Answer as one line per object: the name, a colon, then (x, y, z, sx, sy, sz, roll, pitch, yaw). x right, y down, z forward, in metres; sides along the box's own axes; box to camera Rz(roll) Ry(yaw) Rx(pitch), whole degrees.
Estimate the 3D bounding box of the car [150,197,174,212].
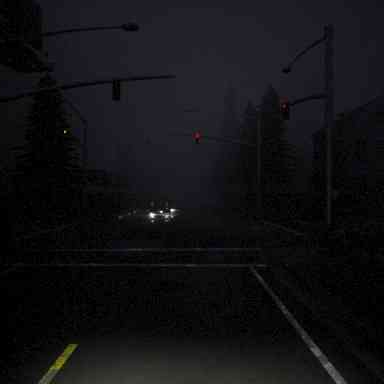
car: (-3.525, 1.352, 38.105, 2.097, 1.767, 4.553, 0, 0, 0)
